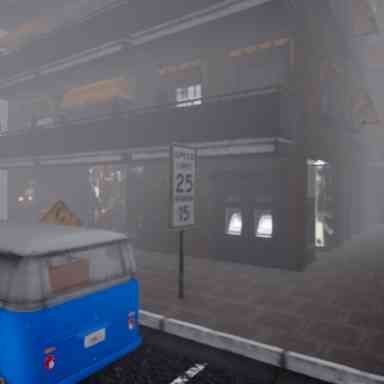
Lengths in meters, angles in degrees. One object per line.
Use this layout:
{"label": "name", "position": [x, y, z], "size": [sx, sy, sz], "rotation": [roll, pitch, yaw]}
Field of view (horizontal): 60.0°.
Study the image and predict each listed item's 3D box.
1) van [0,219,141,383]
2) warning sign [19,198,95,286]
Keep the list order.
{"label": "van", "position": [-2.566, 1.329, 4.622], "size": [3.998, 1.788, 1.690], "rotation": [0, 1, 35]}
{"label": "warning sign", "position": [-3.209, 1.094, 7.983], "size": [1.060, 1.860, 1.300], "rotation": [1, 0, 35]}
